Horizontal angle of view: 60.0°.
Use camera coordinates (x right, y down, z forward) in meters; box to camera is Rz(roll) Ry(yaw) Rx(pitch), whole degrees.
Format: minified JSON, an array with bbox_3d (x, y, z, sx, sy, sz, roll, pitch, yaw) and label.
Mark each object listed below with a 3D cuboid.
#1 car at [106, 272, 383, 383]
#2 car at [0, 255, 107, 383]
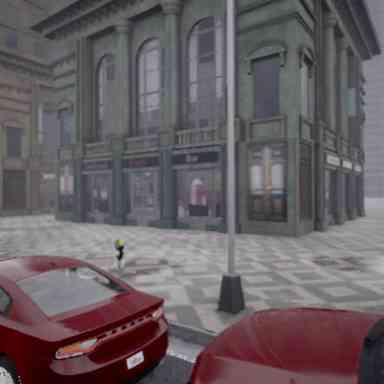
[{"bbox_3d":[2.192,1.306,1.395,5.009,1.841,2.192,-1,0,36],"label":"car"},{"bbox_3d":[-2.393,1.586,4.668,4.507,1.381,1.887,-1,0,36],"label":"car"}]
